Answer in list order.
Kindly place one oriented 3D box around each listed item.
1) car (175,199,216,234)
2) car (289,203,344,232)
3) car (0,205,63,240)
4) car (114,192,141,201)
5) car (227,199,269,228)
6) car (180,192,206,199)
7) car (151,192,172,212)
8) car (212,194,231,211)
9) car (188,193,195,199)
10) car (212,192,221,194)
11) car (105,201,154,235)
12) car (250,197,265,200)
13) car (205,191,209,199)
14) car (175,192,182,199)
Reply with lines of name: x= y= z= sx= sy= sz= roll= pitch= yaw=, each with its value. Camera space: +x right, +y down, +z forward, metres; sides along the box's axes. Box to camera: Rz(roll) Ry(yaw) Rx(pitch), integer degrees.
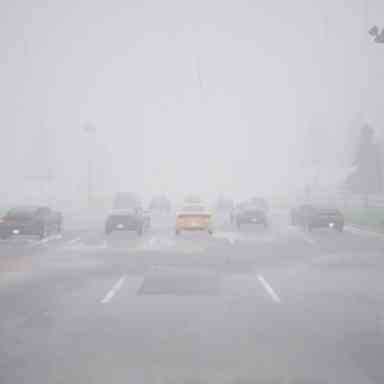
car: x=0.099 y=1.379 z=18.603 sx=1.882 sy=1.535 sz=5.008 roll=0 pitch=0 yaw=0
car: x=7.100 y=1.402 z=19.367 sx=1.837 sy=1.490 sz=4.892 roll=0 pitch=0 yaw=0
car: x=-7.823 y=1.416 z=16.573 sx=1.837 sy=1.490 sz=4.892 roll=0 pitch=0 yaw=-8
car: x=-6.903 y=1.031 z=35.790 sx=2.150 sy=2.045 sz=5.566 roll=0 pitch=0 yaw=0
car: x=3.583 y=1.413 z=21.325 sx=1.812 sy=1.442 sz=4.674 roll=0 pitch=0 yaw=0
car: x=0.097 y=1.160 z=36.245 sx=2.097 sy=1.767 sz=4.553 roll=0 pitch=0 yaw=0
car: x=-3.402 y=1.160 z=36.228 sx=2.097 sy=1.767 sz=4.553 roll=0 pitch=0 yaw=0
car: x=3.599 y=1.276 z=38.100 sx=1.882 sy=1.535 sz=5.008 roll=0 pitch=0 yaw=0
car: x=-0.008 y=1.050 z=88.244 sx=1.812 sy=1.442 sz=4.674 roll=0 pitch=0 yaw=0
car: x=6.992 y=1.067 z=87.828 sx=2.033 sy=1.411 sz=5.357 roll=0 pitch=0 yaw=0
car: x=-3.416 y=1.429 z=18.112 sx=1.812 sy=1.442 sz=4.674 roll=0 pitch=0 yaw=0
car: x=7.097 y=1.311 z=36.582 sx=1.837 sy=1.490 sz=4.892 roll=0 pitch=0 yaw=0
car: x=3.492 y=1.005 z=87.828 sx=1.882 sy=1.535 sz=5.008 roll=0 pitch=0 yaw=0
car: x=-3.508 y=1.050 z=88.244 sx=1.812 sy=1.442 sz=4.674 roll=0 pitch=0 yaw=0
